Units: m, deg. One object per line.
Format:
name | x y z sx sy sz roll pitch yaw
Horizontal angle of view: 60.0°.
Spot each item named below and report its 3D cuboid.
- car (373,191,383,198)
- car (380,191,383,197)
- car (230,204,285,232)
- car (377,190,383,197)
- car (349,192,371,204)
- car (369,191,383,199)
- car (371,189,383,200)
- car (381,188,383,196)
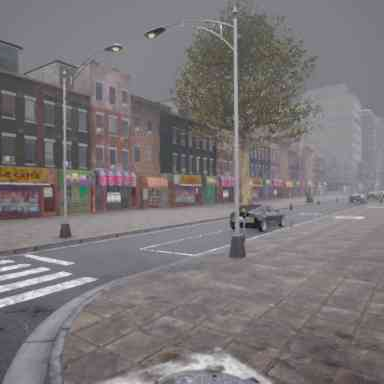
car | 37.749 0.481 66.732 1.947 1.339 4.313 0 1 35
car | 43.956 0.344 75.577 1.802 1.307 4.206 0 1 35
car | 3.614 1.313 18.087 1.947 1.339 4.313 0 1 35
car | 40.950 0.361 71.293 1.752 1.417 4.829 0 1 35
car | 22.233 0.845 44.620 2.008 1.369 4.403 0 1 35
car | 34.646 0.557 62.310 1.947 1.339 4.313 0 1 35
car | 31.542 0.618 57.887 2.008 1.369 4.403 0 1 35
car | 47.057 0.000 79.996 2.192 1.841 5.009 0 1 35
